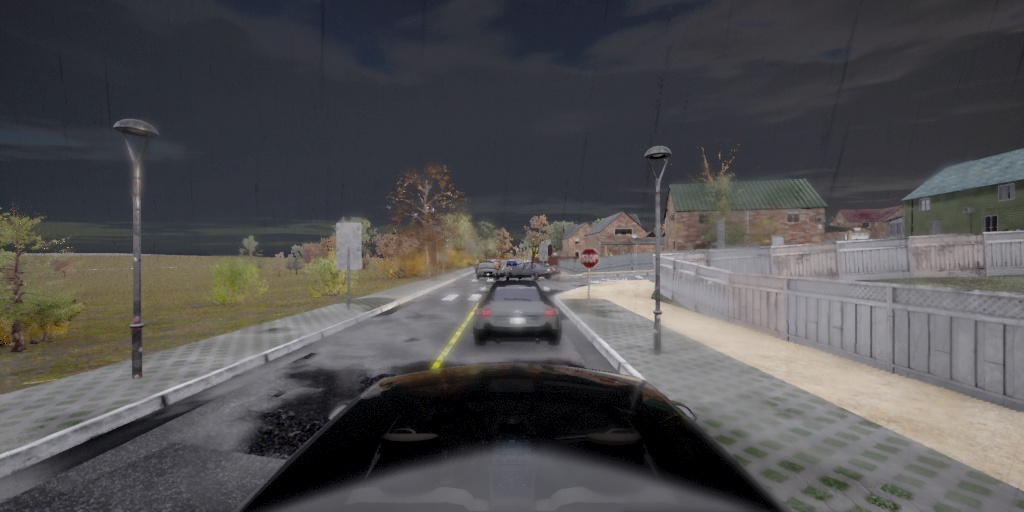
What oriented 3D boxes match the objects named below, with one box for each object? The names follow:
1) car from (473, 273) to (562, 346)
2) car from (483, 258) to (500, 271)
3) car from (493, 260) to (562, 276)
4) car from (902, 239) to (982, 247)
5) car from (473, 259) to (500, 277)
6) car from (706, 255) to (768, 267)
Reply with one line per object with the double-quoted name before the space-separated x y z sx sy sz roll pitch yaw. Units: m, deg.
"car" 0.096 1.313 9.453 1.994 1.385 4.181 0 0 -1
"car" -2.887 1.121 51.194 2.097 1.767 4.553 0 0 1
"car" 1.315 1.198 28.468 5.357 1.411 2.033 -4 -3 43
"car" 23.873 -0.208 20.441 4.902 1.511 2.128 -3 0 14
"car" -2.274 1.258 31.377 1.837 1.490 4.892 0 0 -8
"car" 14.370 0.413 22.855 4.181 1.385 1.994 -3 0 16
